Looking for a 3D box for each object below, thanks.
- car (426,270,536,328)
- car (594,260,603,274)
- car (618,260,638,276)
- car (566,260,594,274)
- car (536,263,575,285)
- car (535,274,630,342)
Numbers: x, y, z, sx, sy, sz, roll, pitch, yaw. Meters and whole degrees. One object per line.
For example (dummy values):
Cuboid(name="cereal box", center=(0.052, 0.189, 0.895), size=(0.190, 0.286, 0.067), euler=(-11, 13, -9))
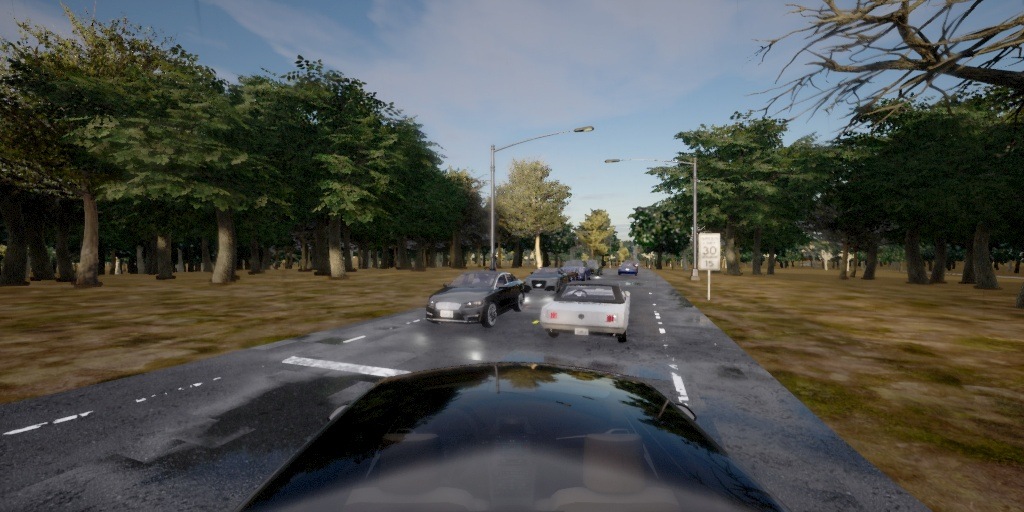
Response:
Cuboid(name="car", center=(-0.950, 1.233, 11.623), size=(2.128, 1.511, 4.902), euler=(0, 0, 18))
Cuboid(name="car", center=(8.290, 1.166, 37.637), size=(2.097, 1.767, 4.553), euler=(0, -1, 20))
Cuboid(name="car", center=(12.711, 1.416, 39.283), size=(1.994, 1.385, 4.181), euler=(0, -1, 20))
Cuboid(name="car", center=(4.969, 1.094, 28.330), size=(2.097, 1.767, 4.553), euler=(0, 0, 20))
Cuboid(name="car", center=(2.033, 1.296, 20.029), size=(1.994, 1.385, 4.181), euler=(0, 0, 20))
Cuboid(name="car", center=(2.250, 1.344, 9.843), size=(1.895, 1.301, 4.718), euler=(0, 0, 19))
